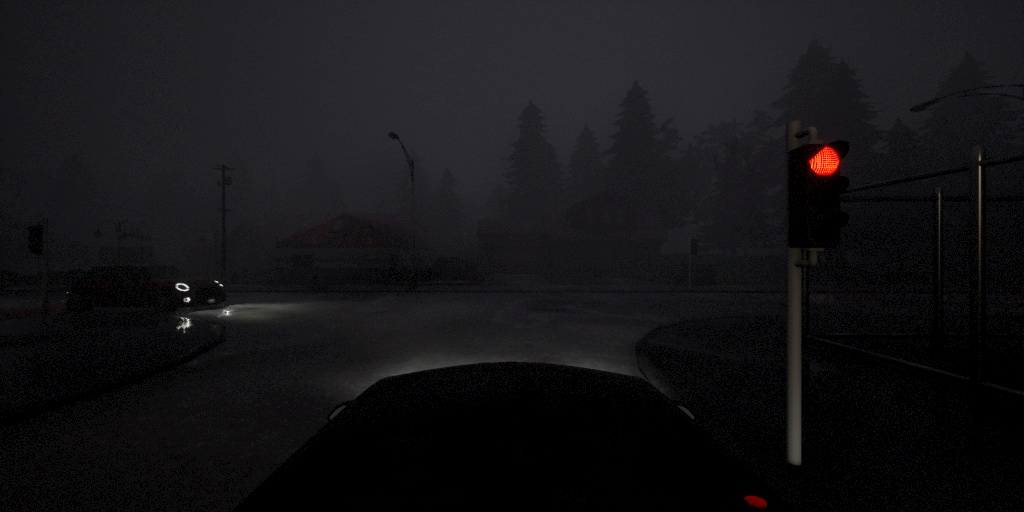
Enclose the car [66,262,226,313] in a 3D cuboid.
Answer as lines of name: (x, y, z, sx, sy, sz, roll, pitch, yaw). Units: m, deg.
car: (-13.543, 1.102, 13.493, 4.553, 1.767, 2.097, 0, 0, 0)
